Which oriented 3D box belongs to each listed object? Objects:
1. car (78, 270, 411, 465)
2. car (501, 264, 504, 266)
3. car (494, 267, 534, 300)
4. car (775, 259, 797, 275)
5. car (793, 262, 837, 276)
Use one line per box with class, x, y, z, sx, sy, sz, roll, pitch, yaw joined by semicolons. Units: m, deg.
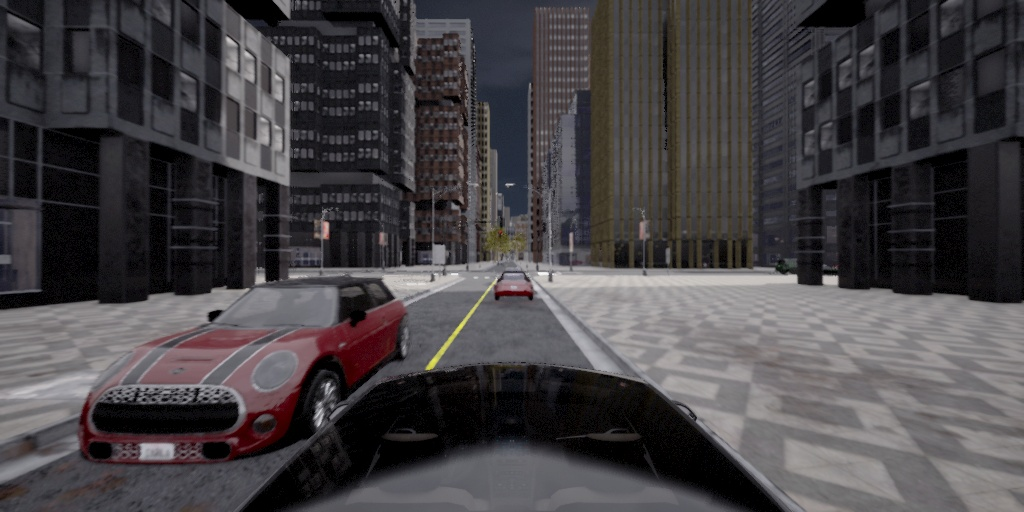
car;-3.100;1.130;5.379;2.097;1.767;4.553;0;0;0
car;0.045;1.553;28.650;1.895;1.301;4.718;0;0;-1
car;0.090;1.443;18.745;1.994;1.385;4.181;0;0;0
car;36.757;1.370;45.753;5.566;2.045;2.150;0;0;0
car;36.747;1.717;42.500;4.718;1.301;1.895;0;0;0
